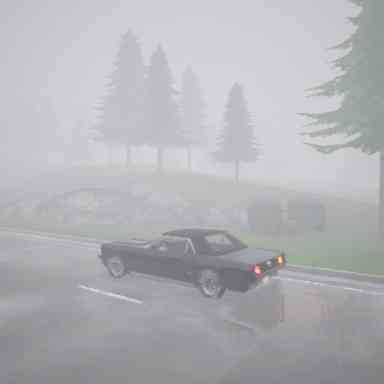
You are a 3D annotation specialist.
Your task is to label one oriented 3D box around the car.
[{"bbox_3d":[-0.208,1.600,8.439,4.718,1.301,1.895,0,0,35],"label":"car"}]
